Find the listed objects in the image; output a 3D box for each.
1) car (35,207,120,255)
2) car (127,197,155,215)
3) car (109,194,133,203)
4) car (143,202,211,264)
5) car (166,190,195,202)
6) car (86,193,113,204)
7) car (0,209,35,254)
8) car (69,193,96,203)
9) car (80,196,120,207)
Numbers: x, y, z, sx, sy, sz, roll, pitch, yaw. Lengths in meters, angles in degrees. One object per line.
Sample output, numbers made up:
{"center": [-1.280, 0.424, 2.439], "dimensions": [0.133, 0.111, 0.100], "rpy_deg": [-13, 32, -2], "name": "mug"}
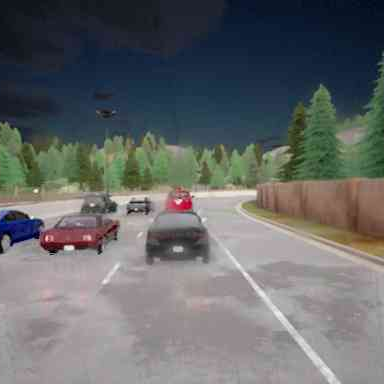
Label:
{"center": [-4.044, 1.485, 12.904], "dimensions": [1.895, 1.301, 4.718], "rpy_deg": [-1, 1, -3], "name": "car"}
{"center": [-4.410, 1.177, 29.328], "dimensions": [2.128, 1.511, 4.902], "rpy_deg": [-1, 1, 2], "name": "car"}
{"center": [-11.379, 1.065, 53.567], "dimensions": [1.895, 1.301, 4.718], "rpy_deg": [0, 1, 15], "name": "car"}
{"center": [-0.476, 1.340, 11.385], "dimensions": [1.882, 1.535, 5.008], "rpy_deg": [-1, 1, -2], "name": "car"}
{"center": [-0.978, 0.881, 28.376], "dimensions": [2.150, 2.045, 5.566], "rpy_deg": [-1, 1, 2], "name": "car"}
{"center": [-14.898, 1.006, 53.783], "dimensions": [1.837, 1.490, 4.892], "rpy_deg": [-1, 1, 15], "name": "car"}
{"center": [-7.562, 1.399, 13.166], "dimensions": [1.882, 1.535, 5.008], "rpy_deg": [-1, 0, -3], "name": "car"}
{"center": [-18.119, 1.024, 55.280], "dimensions": [1.837, 1.490, 4.892], "rpy_deg": [-1, 1, 15], "name": "car"}
{"center": [-7.922, 1.082, 28.838], "dimensions": [2.097, 1.767, 4.553], "rpy_deg": [-1, 1, 2], "name": "car"}
